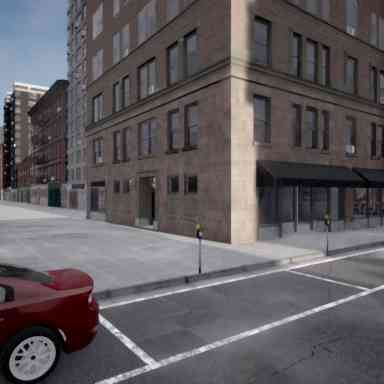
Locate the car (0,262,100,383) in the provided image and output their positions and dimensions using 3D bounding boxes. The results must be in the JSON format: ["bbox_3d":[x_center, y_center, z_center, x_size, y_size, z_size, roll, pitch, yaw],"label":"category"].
[{"bbox_3d":[-3.373,1.545,3.782,4.507,1.381,1.887,0,0,-36],"label":"car"}]
